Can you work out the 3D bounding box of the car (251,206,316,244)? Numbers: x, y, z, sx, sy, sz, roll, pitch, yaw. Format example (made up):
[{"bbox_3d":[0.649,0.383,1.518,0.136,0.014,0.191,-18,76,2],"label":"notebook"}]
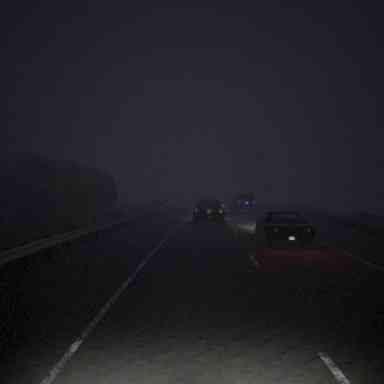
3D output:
[{"bbox_3d":[4.155,1.560,15.581,1.895,1.301,4.718,0,0,3],"label":"car"}]

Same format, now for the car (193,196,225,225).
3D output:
[{"bbox_3d":[1.230,1.286,23.411,2.097,1.767,4.553,0,0,4],"label":"car"}]

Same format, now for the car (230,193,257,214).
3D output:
[{"bbox_3d":[5.218,1.128,34.317,2.150,2.045,5.566,0,0,0],"label":"car"}]

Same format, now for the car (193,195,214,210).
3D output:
[{"bbox_3d":[1.370,1.235,41.121,2.097,1.767,4.553,0,0,-4],"label":"car"}]
